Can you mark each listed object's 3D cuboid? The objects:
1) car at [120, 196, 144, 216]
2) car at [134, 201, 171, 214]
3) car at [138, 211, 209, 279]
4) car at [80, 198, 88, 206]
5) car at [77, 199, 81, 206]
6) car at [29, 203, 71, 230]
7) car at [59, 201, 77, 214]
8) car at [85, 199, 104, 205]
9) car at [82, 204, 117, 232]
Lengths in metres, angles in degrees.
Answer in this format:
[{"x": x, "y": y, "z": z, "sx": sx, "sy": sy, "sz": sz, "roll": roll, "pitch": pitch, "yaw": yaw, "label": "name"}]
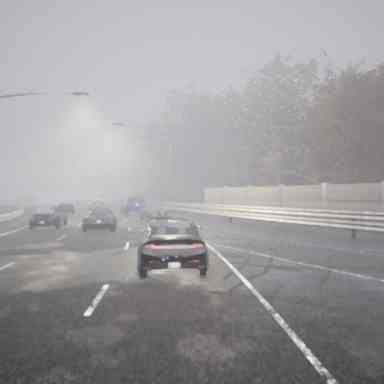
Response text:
[{"x": -6.595, "y": 1.485, "z": 37.029, "sx": 2.150, "sy": 2.045, "sz": 5.566, "roll": 0, "pitch": 0, "yaw": -19, "label": "car"}, {"x": -3.115, "y": 1.739, "z": 27.732, "sx": 2.033, "sy": 1.411, "sz": 5.357, "roll": 0, "pitch": 0, "yaw": -21, "label": "car"}, {"x": -0.631, "y": 1.561, "z": 10.360, "sx": 2.128, "sy": 1.511, "sz": 4.902, "roll": 0, "pitch": -1, "yaw": -5, "label": "car"}, {"x": -18.376, "y": 2.059, "z": 60.931, "sx": 1.895, "sy": 1.301, "sz": 4.718, "roll": 0, "pitch": -1, "yaw": -33, "label": "car"}, {"x": -21.216, "y": 1.929, "z": 65.209, "sx": 1.812, "sy": 1.442, "sz": 4.674, "roll": 0, "pitch": 0, "yaw": -37, "label": "car"}, {"x": -9.730, "y": 1.707, "z": 22.691, "sx": 1.812, "sy": 1.442, "sz": 4.674, "roll": 0, "pitch": 0, "yaw": -13, "label": "car"}, {"x": -15.091, "y": 1.787, "z": 39.702, "sx": 1.882, "sy": 1.535, "sz": 5.008, "roll": 0, "pitch": 0, "yaw": -21, "label": "car"}, {"x": -10.933, "y": 1.852, "z": 38.578, "sx": 1.994, "sy": 1.385, "sz": 4.181, "roll": 0, "pitch": 0, "yaw": -21, "label": "car"}, {"x": -5.896, "y": 1.725, "z": 21.556, "sx": 1.994, "sy": 1.385, "sz": 4.181, "roll": 0, "pitch": 0, "yaw": -12, "label": "car"}]
